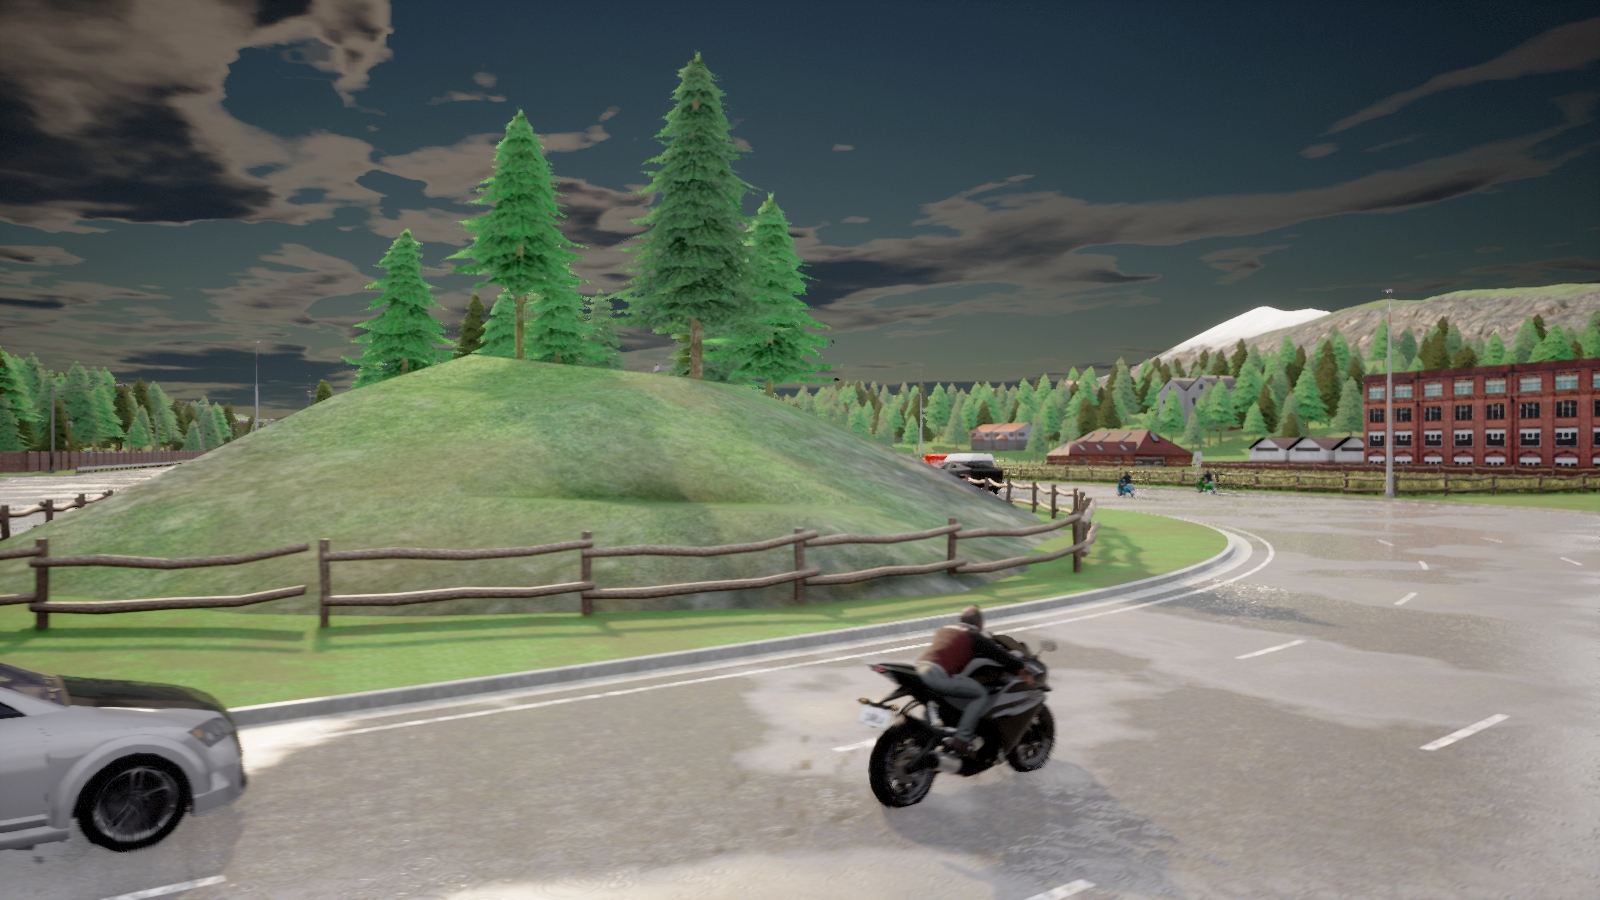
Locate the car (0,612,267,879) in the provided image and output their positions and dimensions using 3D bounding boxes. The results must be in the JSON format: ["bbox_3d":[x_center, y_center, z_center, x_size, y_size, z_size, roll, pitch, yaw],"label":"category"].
[{"bbox_3d":[-6.219,2.120,8.012,4.181,1.385,1.994,0,0,-36],"label":"car"}]

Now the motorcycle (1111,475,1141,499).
[{"bbox_3d":[19.043,2.161,66.732,0.856,1.316,1.805,-1,0,-15],"label":"motorcycle"}]

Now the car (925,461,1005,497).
[{"bbox_3d":[10.332,1.772,72.040,2.390,2.098,6.274,0,0,-19],"label":"car"}]

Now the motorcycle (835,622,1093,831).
[{"bbox_3d":[1.409,2.208,9.525,2.209,1.251,0.867,0,-1,-40],"label":"motorcycle"}]

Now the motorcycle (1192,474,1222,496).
[{"bbox_3d":[25.444,2.164,71.462,0.856,1.316,1.805,0,0,-20],"label":"motorcycle"}]
